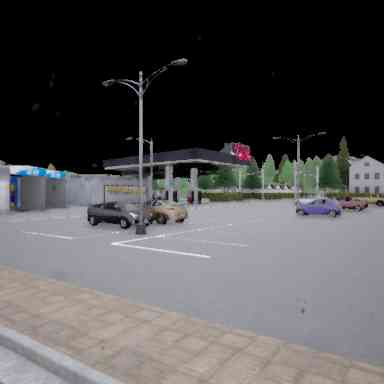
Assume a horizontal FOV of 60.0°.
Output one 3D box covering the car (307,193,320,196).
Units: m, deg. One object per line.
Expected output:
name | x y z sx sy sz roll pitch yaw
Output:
car | 17.499 1.359 50.465 3.806 1.475 1.970 0 0 36

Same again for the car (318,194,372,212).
car | 16.468 1.296 35.854 4.514 1.523 2.007 0 0 36

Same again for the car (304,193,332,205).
car | 19.951 1.075 52.793 3.866 1.878 1.905 0 0 36

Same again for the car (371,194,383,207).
car | 24.376 1.095 45.504 4.605 1.855 1.932 0 0 36

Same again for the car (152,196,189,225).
car | -2.626 1.328 22.743 5.027 1.636 2.152 0 0 36

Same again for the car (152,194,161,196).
car | -7.212 1.479 73.251 2.242 1.667 4.611 0 0 36

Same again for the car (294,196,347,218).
car | 10.551 1.317 27.801 3.633 1.501 1.845 0 0 36

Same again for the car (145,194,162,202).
car | -9.235 1.312 80.091 1.905 1.878 3.866 0 0 36

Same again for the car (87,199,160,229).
car | -4.431 1.337 20.177 4.514 1.523 2.007 0 0 36
